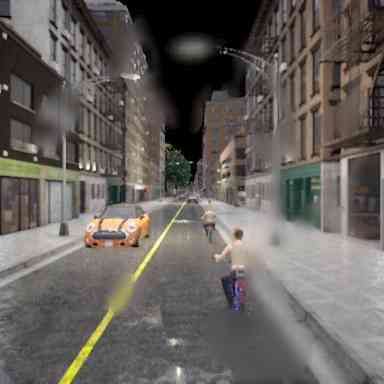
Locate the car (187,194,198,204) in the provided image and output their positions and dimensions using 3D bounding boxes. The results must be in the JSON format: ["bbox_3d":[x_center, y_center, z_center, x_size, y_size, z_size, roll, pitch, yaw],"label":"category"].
[{"bbox_3d":[0.104,1.489,60.707,1.812,1.442,4.674,0,0,0],"label":"car"}]

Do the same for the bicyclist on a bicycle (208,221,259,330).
[{"bbox_3d":[0.804,1.435,5.931,0.866,1.612,1.509,0,0,0],"label":"bicyclist on a bicycle"}]

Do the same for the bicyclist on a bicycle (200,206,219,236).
[{"bbox_3d":[0.801,1.433,14.963,0.866,1.612,1.509,0,0,0],"label":"bicyclist on a bicycle"}]

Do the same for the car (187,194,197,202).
[{"bbox_3d":[0.009,1.306,75.313,2.097,1.767,4.553,0,0,0],"label":"car"}]

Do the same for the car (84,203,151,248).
[{"bbox_3d":[-3.098,1.348,14.602,2.097,1.767,4.553,0,0,0],"label":"car"}]

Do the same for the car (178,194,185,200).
[{"bbox_3d":[-2.989,1.431,95.166,1.837,1.490,4.892,0,0,0],"label":"car"}]
